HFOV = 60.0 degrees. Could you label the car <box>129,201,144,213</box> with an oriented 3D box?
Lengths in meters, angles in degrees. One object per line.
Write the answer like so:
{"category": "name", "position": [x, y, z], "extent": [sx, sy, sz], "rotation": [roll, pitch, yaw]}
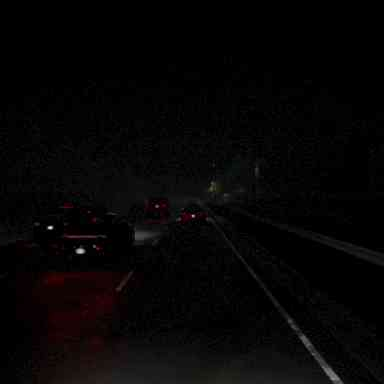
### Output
{"category": "car", "position": [-6.912, 1.859, 43.149], "extent": [1.882, 1.535, 5.008], "rotation": [0, 0, 0]}

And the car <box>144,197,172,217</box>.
{"category": "car", "position": [-3.410, 1.534, 35.251], "extent": [2.150, 2.045, 5.566], "rotation": [0, 0, 0]}

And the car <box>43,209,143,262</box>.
{"category": "car", "position": [-3.404, 1.604, 12.572], "extent": [2.128, 1.511, 4.902], "rotation": [0, 0, 0]}

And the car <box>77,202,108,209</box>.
{"category": "car", "position": [-10.409, 1.843, 35.849], "extent": [1.812, 1.442, 4.674], "rotation": [0, 0, 0]}

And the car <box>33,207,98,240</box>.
{"category": "car", "position": [-6.904, 1.726, 18.219], "extent": [1.994, 1.385, 4.181], "rotation": [0, 0, 0]}

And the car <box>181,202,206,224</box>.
{"category": "car", "position": [0.093, 1.805, 27.207], "extent": [1.994, 1.385, 4.181], "rotation": [0, 0, 0]}

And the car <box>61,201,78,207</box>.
{"category": "car", "position": [-13.910, 1.852, 39.121], "extent": [1.837, 1.490, 4.892], "rotation": [0, 0, 0]}

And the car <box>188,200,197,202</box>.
{"category": "car", "position": [0.088, 1.956, 48.820], "extent": [1.812, 1.442, 4.674], "rotation": [0, 0, 0]}
